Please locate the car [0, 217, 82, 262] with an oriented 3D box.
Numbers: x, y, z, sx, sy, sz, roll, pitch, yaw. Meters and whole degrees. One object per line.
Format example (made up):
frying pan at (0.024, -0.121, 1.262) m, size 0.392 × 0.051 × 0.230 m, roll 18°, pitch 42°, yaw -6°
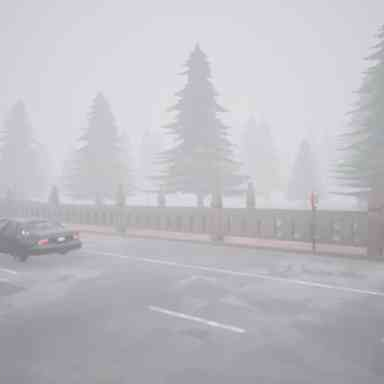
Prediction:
car at (-6.508, 1.687, 12.817) m, size 5.357 × 1.411 × 2.033 m, roll -1°, pitch 0°, yaw 36°
